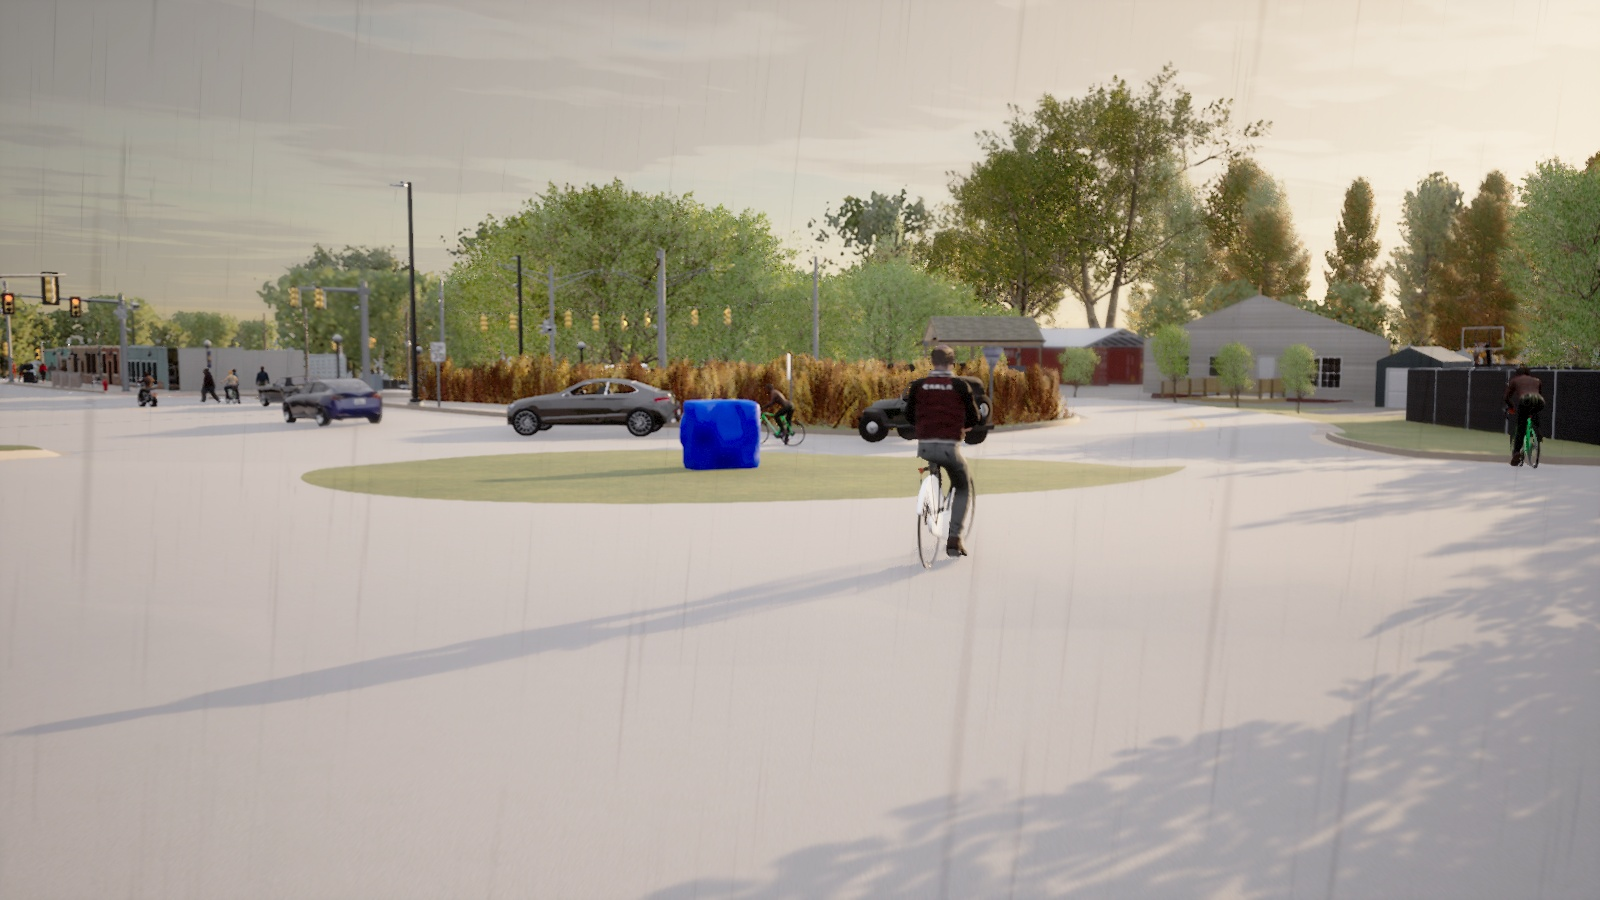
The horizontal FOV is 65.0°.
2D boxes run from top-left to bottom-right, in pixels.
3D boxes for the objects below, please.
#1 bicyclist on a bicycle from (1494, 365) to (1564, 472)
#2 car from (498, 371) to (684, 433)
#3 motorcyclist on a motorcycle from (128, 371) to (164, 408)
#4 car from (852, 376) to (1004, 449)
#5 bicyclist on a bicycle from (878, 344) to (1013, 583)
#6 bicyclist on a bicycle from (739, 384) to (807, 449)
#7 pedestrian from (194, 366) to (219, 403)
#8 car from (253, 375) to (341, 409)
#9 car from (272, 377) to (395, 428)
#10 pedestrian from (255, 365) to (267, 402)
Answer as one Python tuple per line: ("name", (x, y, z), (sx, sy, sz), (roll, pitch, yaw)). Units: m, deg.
("bicyclist on a bicycle", (11.521, -0.478, 19.887), (0.582, 1.620, 1.656), (0, 0, 16))
("car", (-6.054, -1.430, 36.766), (5.027, 1.651, 2.152), (1, 5, 2))
("motorcyclist on a motorcycle", (-29.671, -2.751, 56.939), (0.766, 1.649, 2.350), (-4, 5, -42))
("car", (3.515, -1.090, 34.853), (1.905, 1.878, 3.866), (-3, 5, -43))
("bicyclist on a bicycle", (1.227, 0.030, 10.277), (0.659, 1.776, 1.843), (2, 5, 20))
("bicyclist on a bicycle", (-0.699, -0.885, 32.832), (1.656, 1.620, 0.582), (2, 4, 10))
("pedestrian", (-29.834, -3.294, 63.104), (0.899, 1.844, 0.634), (-5, 7, -45))
("car", (-21.334, -2.494, 53.186), (1.895, 1.301, 4.718), (-5, 6, -42))
("car", (-15.416, -1.607, 41.333), (2.163, 1.488, 4.792), (-5, 6, -41))
("pedestrian", (-27.074, -3.347, 63.111), (0.370, 1.835, 0.726), (-1, 5, -14))
